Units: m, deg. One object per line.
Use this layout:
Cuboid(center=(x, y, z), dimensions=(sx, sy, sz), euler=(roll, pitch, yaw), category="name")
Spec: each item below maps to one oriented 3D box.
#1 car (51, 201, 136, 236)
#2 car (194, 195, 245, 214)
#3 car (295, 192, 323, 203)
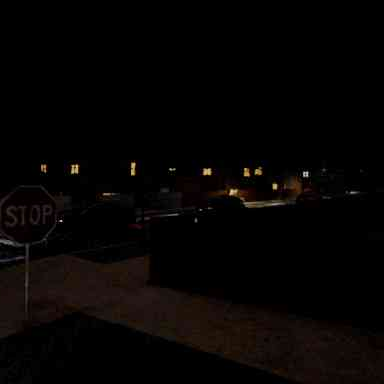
Cuboid(center=(-5.071, 1.224, 16.825), dimensions=(2.128, 1.511, 4.902), euler=(1, 2, 41), category="car")
Cuboid(center=(2.168, 0.994, 25.284), dimensions=(1.837, 1.490, 4.892), euler=(1, 2, 41), category="car")
Cuboid(center=(13.594, 0.671, 38.585), dimensions=(1.994, 1.385, 4.181), euler=(1, 2, 41), category="car")
